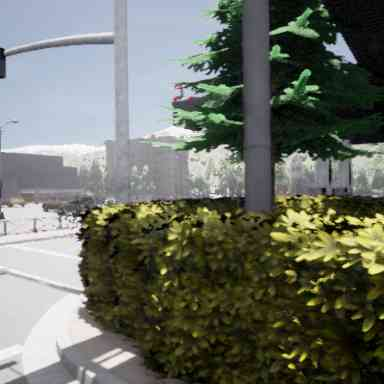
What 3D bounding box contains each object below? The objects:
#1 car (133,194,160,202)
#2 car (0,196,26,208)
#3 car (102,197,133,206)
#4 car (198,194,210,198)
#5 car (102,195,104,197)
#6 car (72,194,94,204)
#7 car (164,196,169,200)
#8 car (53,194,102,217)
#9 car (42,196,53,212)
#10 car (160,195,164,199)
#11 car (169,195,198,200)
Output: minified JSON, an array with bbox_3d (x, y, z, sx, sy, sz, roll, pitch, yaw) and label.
[{"bbox_3d":[-7.298,1.359,47.672,4.514,1.523,2.007,-1,0,35],"label":"car"},{"bbox_3d":[-27.440,1.484,50.591,5.027,1.636,2.152,-1,0,35],"label":"car"},{"bbox_3d":[-8.182,1.501,33.052,3.806,1.475,1.970,-1,0,35],"label":"car"},{"bbox_3d":[2.572,1.216,92.741,4.892,1.490,1.837,-1,0,35],"label":"car"},{"bbox_3d":[-18.663,1.245,63.613,4.605,1.855,1.932,-1,0,35],"label":"car"},{"bbox_3d":[-20.014,1.255,61.008,3.866,1.878,1.905,-1,0,35],"label":"car"},{"bbox_3d":[-3.448,1.280,71.930,3.806,1.475,1.970,-1,0,35],"label":"car"},{"bbox_3d":[-10.613,1.262,30.698,3.866,1.878,1.905,-1,0,35],"label":"car"},{"bbox_3d":[-15.111,1.313,37.943,4.605,1.855,1.932,-1,0,35],"label":"car"},{"bbox_3d":[-7.760,1.299,78.665,3.633,1.501,1.845,-1,0,35],"label":"car"},{"bbox_3d":[-1.462,1.261,55.784,3.633,1.501,1.845,-1,0,35],"label":"car"}]
